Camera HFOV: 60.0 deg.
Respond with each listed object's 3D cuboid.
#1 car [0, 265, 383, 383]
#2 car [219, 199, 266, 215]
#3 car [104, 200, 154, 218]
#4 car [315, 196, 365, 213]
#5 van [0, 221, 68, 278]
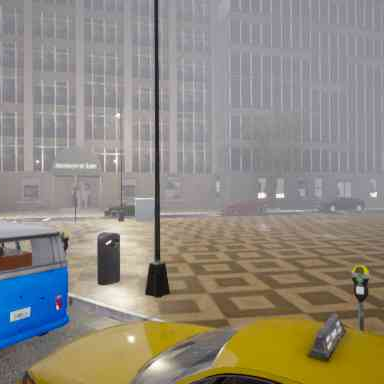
[{"bbox_3d":[0.649,1.526,2.263,4.829,1.417,1.752,0,0,35],"label":"car"},{"bbox_3d":[4.553,1.320,29.924,4.181,1.385,1.994,0,0,-14],"label":"car"},{"bbox_3d":[-5.161,1.396,27.499,4.181,1.385,1.994,0,0,-14],"label":"car"},{"bbox_3d":[14.412,1.191,32.367,4.892,1.490,1.837,0,0,-14],"label":"car"},{"bbox_3d":[-3.722,1.343,5.372,3.998,1.788,1.690,0,0,35],"label":"van"}]
